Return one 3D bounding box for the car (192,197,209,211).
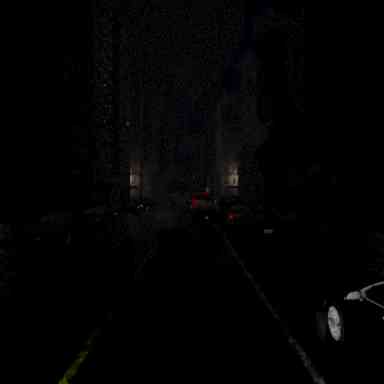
[{"bbox_3d":[0.910,1.344,38.427,1.812,1.442,4.674,0,0,0],"label":"car"}]

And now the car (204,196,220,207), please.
[{"bbox_3d":[2.871,1.324,47.664,2.008,1.369,4.403,0,0,0],"label":"car"}]

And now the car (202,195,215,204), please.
[{"bbox_3d":[2.874,1.286,58.711,1.947,1.339,4.313,0,0,0],"label":"car"}]

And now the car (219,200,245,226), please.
[{"bbox_3d":[2.864,1.430,20.216,1.752,1.417,4.829,0,0,0],"label":"car"}]

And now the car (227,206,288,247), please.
[{"bbox_3d":[2.862,1.498,14.523,1.947,1.339,4.313,0,0,0],"label":"car"}]

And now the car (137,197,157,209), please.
[{"bbox_3d":[-5.656,1.366,42.130,1.947,1.339,4.313,0,0,0],"label":"car"}]

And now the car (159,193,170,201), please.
[{"bbox_3d":[-5.649,1.108,69.755,1.967,1.590,4.097,0,0,0],"label":"car"}]

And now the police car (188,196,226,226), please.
[{"bbox_3d":[0.906,1.319,22.536,1.930,1.638,5.238,0,0,0],"label":"police car"}]

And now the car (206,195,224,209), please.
[{"bbox_3d":[2.869,1.240,42.140,1.967,1.590,4.097,0,0,0],"label":"car"}]

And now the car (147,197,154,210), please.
[{"bbox_3d":[-5.658,1.392,36.605,1.947,1.339,4.313,0,0,0],"label":"car"}]

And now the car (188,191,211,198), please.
[{"bbox_3d":[0.909,1.069,32.456,2.150,2.045,5.566,0,0,0],"label":"car"}]

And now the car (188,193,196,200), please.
[{"bbox_3d":[0.020,1.013,73.549,1.812,1.442,4.674,0,0,0],"label":"car"}]

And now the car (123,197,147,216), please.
[{"bbox_3d":[-5.659,1.397,31.080,1.887,1.381,4.507,0,0,0],"label":"car"}]

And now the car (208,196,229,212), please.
[{"bbox_3d":[2.868,1.266,36.617,1.967,1.590,4.097,0,0,0],"label":"car"}]

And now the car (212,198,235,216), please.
[{"bbox_3d":[2.867,1.377,31.264,1.752,1.417,4.829,0,0,0],"label":"car"}]

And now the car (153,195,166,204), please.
[{"bbox_3d":[-5.652,1.302,58.706,1.802,1.307,4.206,0,0,0],"label":"car"}]

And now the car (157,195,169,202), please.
[{"bbox_3d":[-5.651,1.260,64.231,1.947,1.339,4.313,0,0,0],"label":"car"}]

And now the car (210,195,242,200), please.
[{"bbox_3d":[2.865,1.194,25.569,2.192,1.841,5.009,0,0,0],"label":"car"}]

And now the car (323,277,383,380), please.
[{"bbox_3d":[2.860,1.534,3.476,2.008,1.369,4.403,0,0,0],"label":"car"}]

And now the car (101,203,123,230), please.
[{"bbox_3d":[-5.662,1.488,20.031,1.802,1.307,4.206,0,0,0],"label":"car"}]

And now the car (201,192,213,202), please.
[{"bbox_3d":[2.876,1.009,64.234,2.192,1.841,5.009,0,0,0],"label":"car"}]

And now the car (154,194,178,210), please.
[{"bbox_3d":[-3.082,1.307,38.895,2.128,1.511,4.902,0,0,0],"label":"car"}]

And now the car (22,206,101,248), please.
[{"bbox_3d":[-5.664,1.476,14.506,1.887,1.381,4.507,0,0,0],"label":"car"}]
